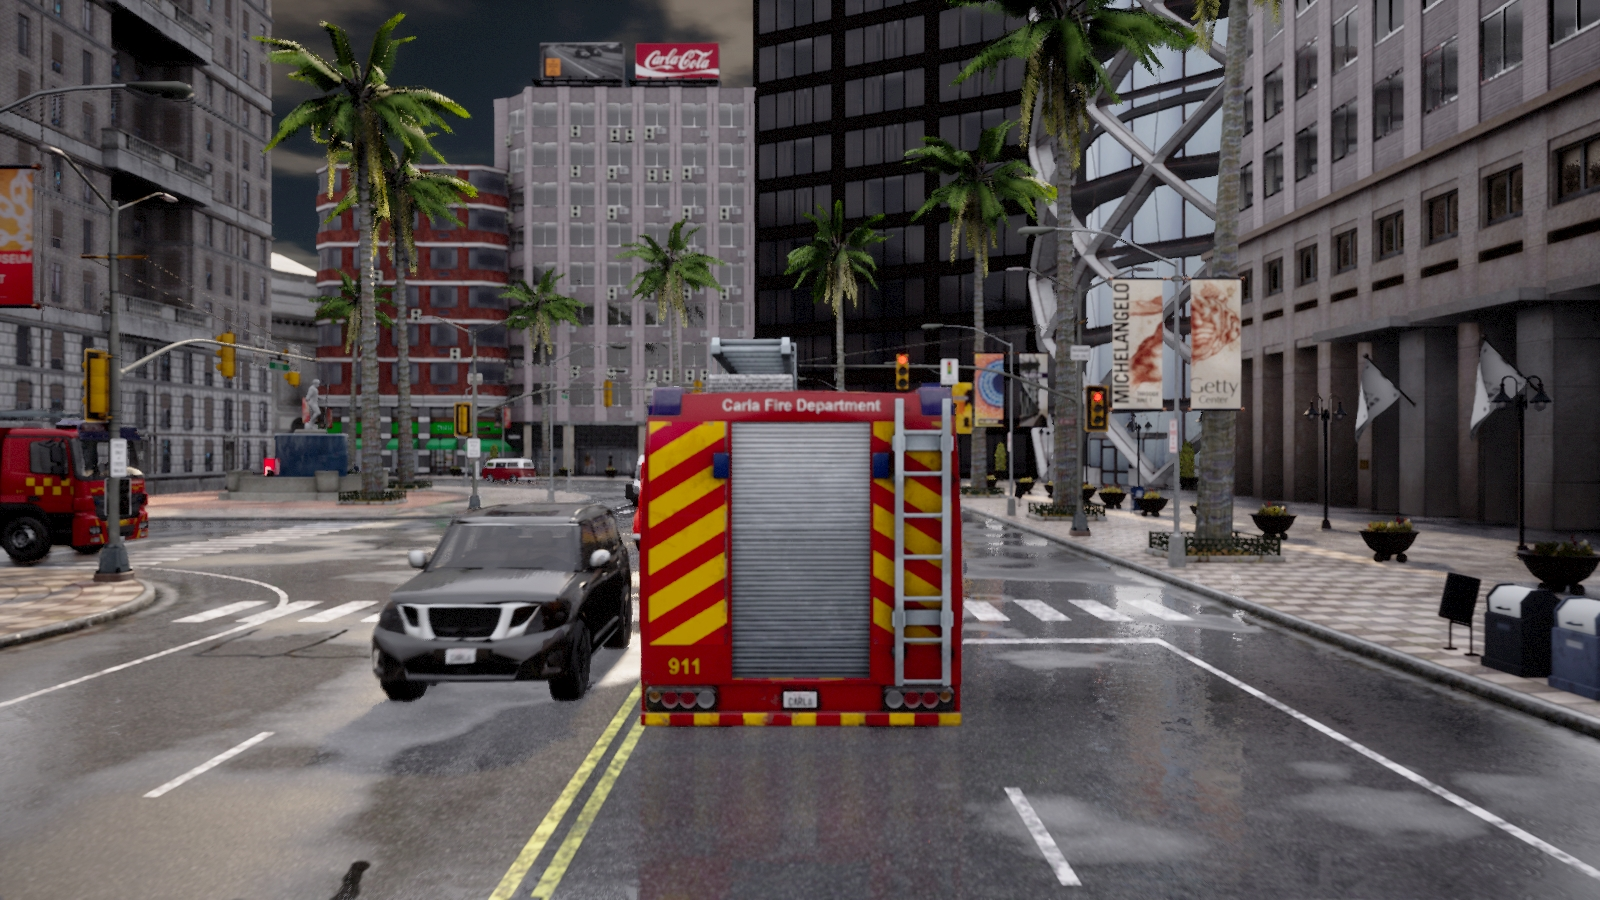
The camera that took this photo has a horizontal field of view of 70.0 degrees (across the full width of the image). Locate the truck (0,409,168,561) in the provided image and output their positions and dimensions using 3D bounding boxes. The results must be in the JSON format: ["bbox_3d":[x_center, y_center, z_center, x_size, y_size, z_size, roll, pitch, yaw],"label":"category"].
[{"bbox_3d":[-21.790,0.875,30.306,8.468,3.827,2.891,0,0,1],"label":"truck"}]

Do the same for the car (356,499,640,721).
[{"bbox_3d":[-3.500,1.772,14.544,2.150,2.045,5.566,0,0,0],"label":"car"}]

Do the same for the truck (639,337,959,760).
[{"bbox_3d":[-0.010,0.883,14.560,2.891,3.827,8.468,0,0,0],"label":"truck"}]
